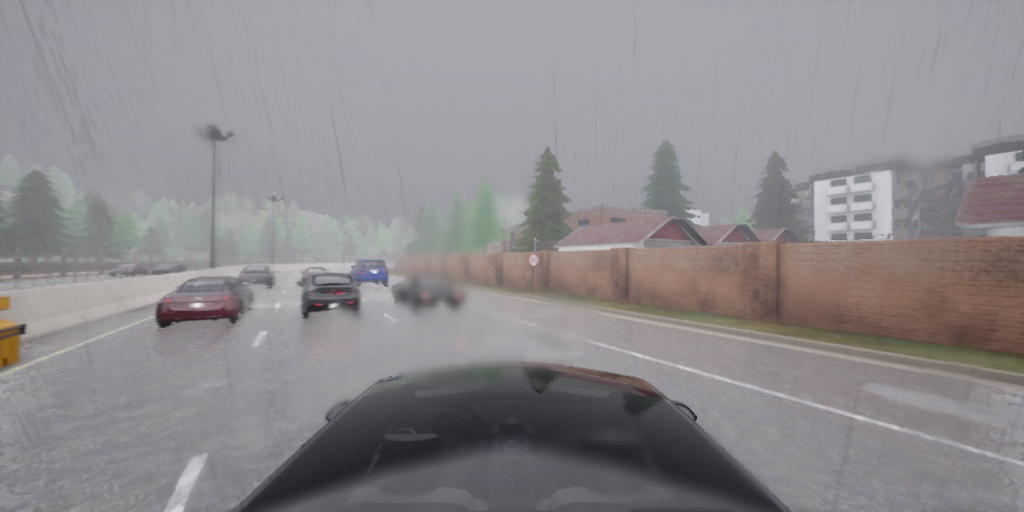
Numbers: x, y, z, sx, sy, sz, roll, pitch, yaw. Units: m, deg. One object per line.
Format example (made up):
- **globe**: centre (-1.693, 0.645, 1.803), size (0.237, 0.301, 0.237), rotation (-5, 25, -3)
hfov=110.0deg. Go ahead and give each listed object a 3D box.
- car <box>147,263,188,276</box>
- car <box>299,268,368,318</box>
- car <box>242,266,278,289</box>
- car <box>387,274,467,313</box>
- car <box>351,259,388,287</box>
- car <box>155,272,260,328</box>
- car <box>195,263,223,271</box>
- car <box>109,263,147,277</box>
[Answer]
- **car**: centre (-38.665, 1.536, 40.692), size (1.882, 1.535, 5.008), rotation (1, -1, -26)
- **car**: centre (-6.963, 1.379, 13.738), size (1.837, 1.490, 4.892), rotation (1, -1, -30)
- **car**: centre (-17.548, 1.456, 24.887), size (2.128, 1.511, 4.902), rotation (1, -1, -30)
- **car**: centre (-3.627, 1.509, 14.953), size (1.895, 1.301, 4.718), rotation (1, -1, -30)
- **car**: centre (-10.948, 1.259, 27.456), size (2.150, 2.045, 5.566), rotation (1, -1, -30)
- **car**: centre (-10.007, 1.398, 12.009), size (1.994, 1.385, 4.181), rotation (1, -1, -30)
- **car**: centre (-35.437, 1.598, 42.056), size (1.837, 1.490, 4.892), rotation (0, 0, -27)
- **car**: centre (-41.949, 1.549, 39.420), size (1.812, 1.442, 4.674), rotation (1, -1, -26)
